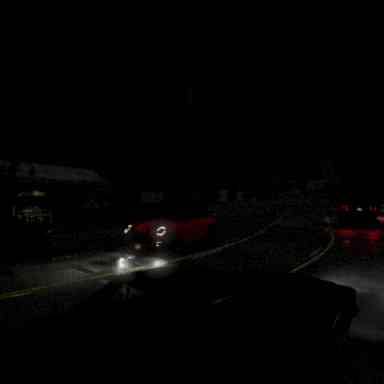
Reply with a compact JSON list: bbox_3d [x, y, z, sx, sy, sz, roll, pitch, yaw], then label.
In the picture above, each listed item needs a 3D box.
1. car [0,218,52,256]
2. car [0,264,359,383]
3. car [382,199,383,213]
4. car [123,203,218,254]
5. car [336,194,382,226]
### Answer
[{"bbox_3d":[-7.328,1.660,11.940,4.181,1.385,1.994,0,0,-43],"label":"car"},{"bbox_3d":[0.208,1.613,4.121,4.718,1.301,1.895,0,0,-41],"label":"car"},{"bbox_3d":[18.563,1.416,32.131,2.128,1.511,4.902,-1,0,20],"label":"car"},{"bbox_3d":[-0.768,1.397,13.886,2.097,1.767,4.553,-1,0,32],"label":"car"},{"bbox_3d":[11.527,1.186,23.469,2.150,2.045,5.566,-1,0,21],"label":"car"}]
